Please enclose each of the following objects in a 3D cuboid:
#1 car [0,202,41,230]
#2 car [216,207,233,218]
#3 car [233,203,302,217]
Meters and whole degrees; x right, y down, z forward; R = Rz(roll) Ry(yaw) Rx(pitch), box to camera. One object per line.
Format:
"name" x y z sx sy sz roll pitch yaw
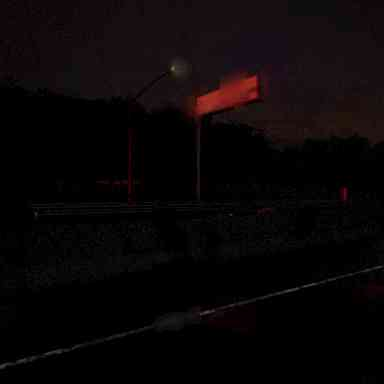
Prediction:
"car" -10.715 1.352 17.843 4.553 1.767 2.097 0 0 -35
"car" 3.896 1.545 23.947 4.902 1.511 2.128 0 0 -35
"car" 5.015 1.573 20.449 4.674 1.442 1.812 0 0 -35
